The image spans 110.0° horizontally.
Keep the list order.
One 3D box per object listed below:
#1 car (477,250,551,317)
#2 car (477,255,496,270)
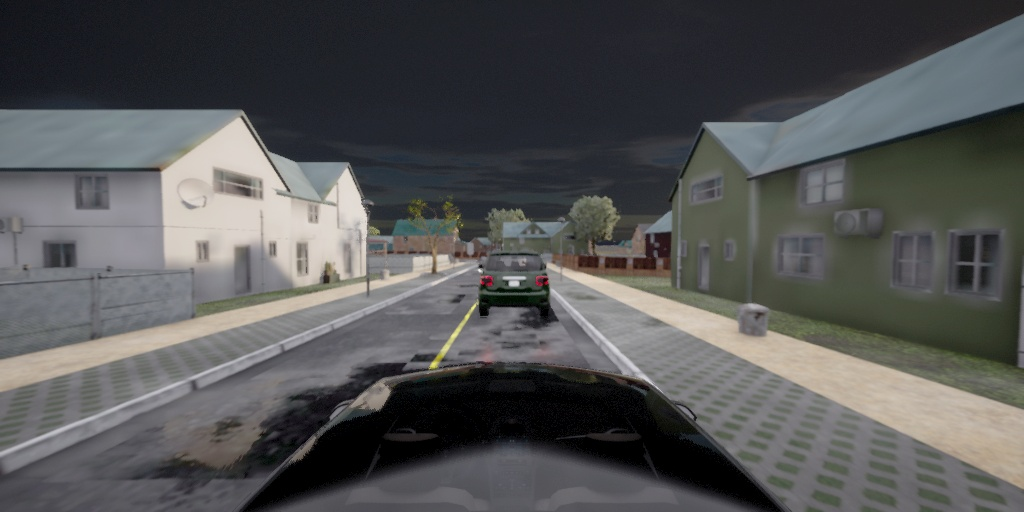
[{"bbox_3d":[0.078,0.816,12.563,2.150,2.045,5.566,0,1,0],"label":"car"},{"bbox_3d":[-2.827,0.695,40.789,1.837,1.490,4.892,0,1,0],"label":"car"}]
